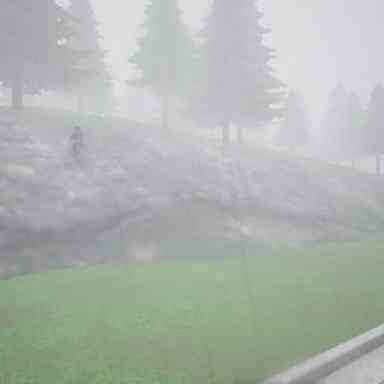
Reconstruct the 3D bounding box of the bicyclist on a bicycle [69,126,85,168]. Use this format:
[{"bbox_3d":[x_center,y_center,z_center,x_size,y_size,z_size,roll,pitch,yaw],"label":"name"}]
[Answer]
[{"bbox_3d":[-5.054,-2.041,14.589,0.582,1.620,1.656,-5,34,-37],"label":"bicyclist on a bicycle"}]
